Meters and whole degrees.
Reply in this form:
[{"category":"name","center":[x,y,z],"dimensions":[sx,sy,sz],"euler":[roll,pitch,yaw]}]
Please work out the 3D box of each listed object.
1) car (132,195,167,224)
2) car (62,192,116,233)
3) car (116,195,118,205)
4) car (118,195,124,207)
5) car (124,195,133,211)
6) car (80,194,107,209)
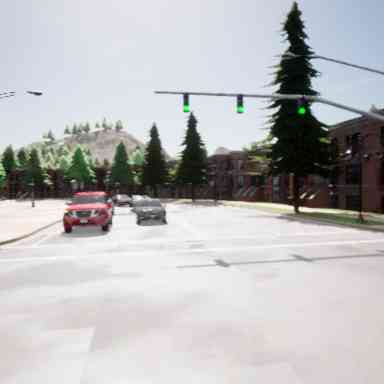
[{"category":"car","center":[-2.820,1.196,22.164],"dimensions":[1.837,1.490,4.892],"euler":[-1,1,-11]},{"category":"car","center":[-5.751,1.022,18.877],"dimensions":[2.150,2.045,5.566],"euler":[-1,1,-10]},{"category":"car","center":[-7.722,1.227,28.850],"dimensions":[2.033,1.411,5.357],"euler":[-1,1,-13]},{"category":"car","center":[-8.789,1.050,41.249],"dimensions":[2.033,1.411,5.357],"euler":[-2,1,-30]},{"category":"car","center":[-4.864,1.076,31.354],"dimensions":[2.128,1.511,4.902],"euler":[-1,1,-16]},{"category":"car","center":[-11.684,1.069,39.219],"dimensions":[1.882,1.535,5.008],"euler":[-2,1,-30]}]
